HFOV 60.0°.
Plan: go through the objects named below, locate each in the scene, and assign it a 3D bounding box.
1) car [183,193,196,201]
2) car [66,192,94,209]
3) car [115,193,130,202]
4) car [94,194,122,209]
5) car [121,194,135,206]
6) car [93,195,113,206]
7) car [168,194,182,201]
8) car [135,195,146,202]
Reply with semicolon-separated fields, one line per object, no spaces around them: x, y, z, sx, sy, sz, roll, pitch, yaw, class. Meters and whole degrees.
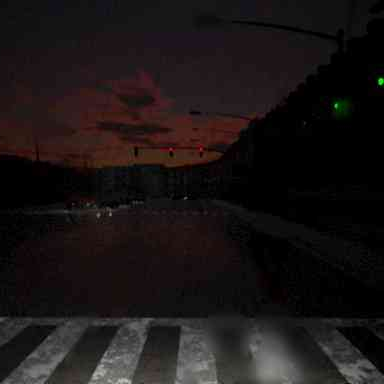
-0.216;1.273;73.862;2.128;1.511;4.902;0;0;-3;car
-14.193;1.080;42.539;2.150;2.045;5.566;0;0;0;car
-14.174;1.129;68.102;2.097;1.767;4.553;0;0;0;car
-10.689;1.383;42.752;1.812;1.442;4.674;0;0;0;car
-10.702;1.426;52.406;1.895;1.301;4.718;0;0;0;car
-14.204;1.326;53.389;1.837;1.490;4.892;0;0;0;car
-3.703;1.351;72.916;1.895;1.301;4.718;0;0;-3;car
-10.674;1.320;68.404;2.033;1.411;5.357;0;0;0;car
